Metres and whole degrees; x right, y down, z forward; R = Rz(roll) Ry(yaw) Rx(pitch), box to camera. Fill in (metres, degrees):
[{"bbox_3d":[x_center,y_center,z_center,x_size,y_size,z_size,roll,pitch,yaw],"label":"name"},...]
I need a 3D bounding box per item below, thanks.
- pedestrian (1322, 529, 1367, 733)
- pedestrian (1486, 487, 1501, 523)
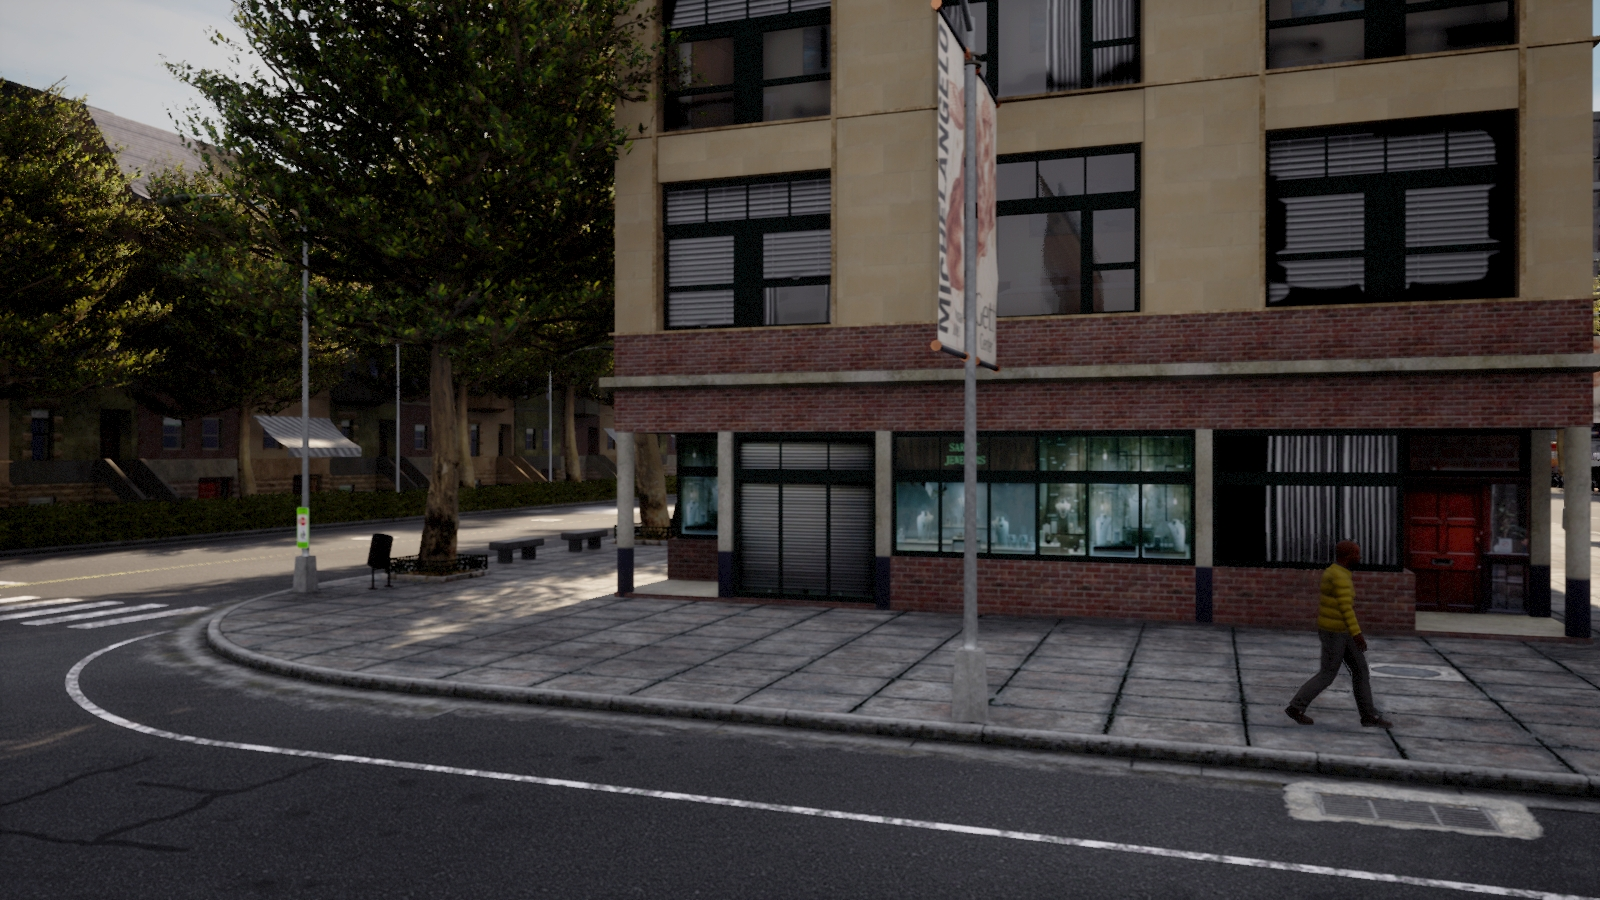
[{"bbox_3d":[5.168,1.696,10.848,0.375,1.860,0.375,0,0,23],"label":"pedestrian"},{"bbox_3d":[24.965,1.978,41.141,0.375,1.300,0.375,0,0,19],"label":"pedestrian"}]
